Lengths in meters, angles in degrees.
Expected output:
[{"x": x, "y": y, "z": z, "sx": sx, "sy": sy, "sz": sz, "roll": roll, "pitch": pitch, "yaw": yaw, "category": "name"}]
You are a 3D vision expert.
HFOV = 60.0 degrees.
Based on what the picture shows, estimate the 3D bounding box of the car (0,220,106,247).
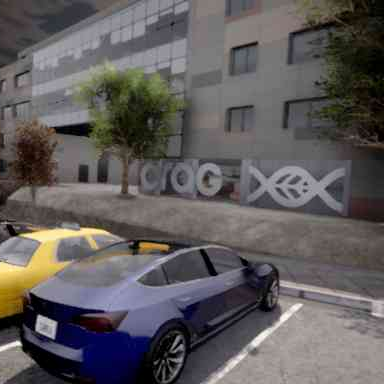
[{"x": -2.384, "y": 1.436, "z": 7.209, "sx": 1.946, "sy": 1.575, "sz": 5.366, "roll": 0, "pitch": 0, "yaw": 35, "category": "car"}]

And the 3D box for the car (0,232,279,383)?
[{"x": -0.201, "y": 1.487, "z": 5.460, "sx": 2.163, "sy": 1.488, "sz": 4.792, "roll": 0, "pitch": 0, "yaw": 35, "category": "car"}]
